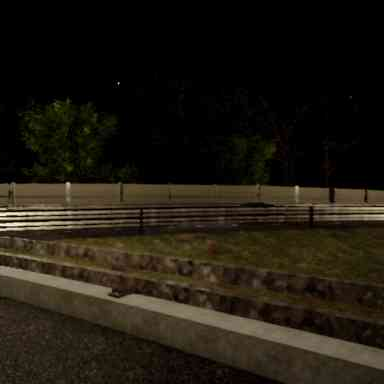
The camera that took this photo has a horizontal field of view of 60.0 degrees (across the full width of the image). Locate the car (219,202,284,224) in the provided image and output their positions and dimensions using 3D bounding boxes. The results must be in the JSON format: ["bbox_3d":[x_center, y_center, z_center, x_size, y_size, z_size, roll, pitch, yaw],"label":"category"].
[{"bbox_3d":[4.489,1.516,25.107,5.008,1.535,1.882,1,0,-18],"label":"car"}]
